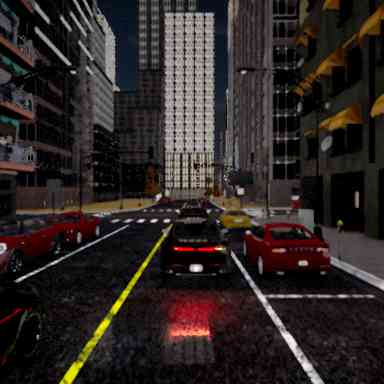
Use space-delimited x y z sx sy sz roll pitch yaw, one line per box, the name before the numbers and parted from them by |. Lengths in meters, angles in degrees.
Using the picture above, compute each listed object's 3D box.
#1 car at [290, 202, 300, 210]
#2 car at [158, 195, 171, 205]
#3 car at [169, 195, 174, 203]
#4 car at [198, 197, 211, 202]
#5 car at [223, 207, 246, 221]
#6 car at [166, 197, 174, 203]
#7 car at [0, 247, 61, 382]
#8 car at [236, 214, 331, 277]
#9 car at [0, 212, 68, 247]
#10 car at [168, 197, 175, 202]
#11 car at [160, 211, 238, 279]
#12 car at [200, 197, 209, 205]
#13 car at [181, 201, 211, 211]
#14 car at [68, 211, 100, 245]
car | 14.262 1.465 40.443 4.507 1.381 1.887 -1 1 0
car | -5.682 1.878 64.848 1.887 1.381 4.507 -1 0 0
car | -5.682 1.677 70.410 2.192 1.841 5.009 -1 0 0
car | 2.697 1.773 64.846 1.967 1.590 4.097 -1 0 0
car | 2.687 1.634 21.490 1.752 1.417 4.829 -1 0 0
car | -5.677 1.974 86.916 1.752 1.417 4.829 -1 0 0
car | -3.096 1.580 3.112 1.994 1.385 4.181 0 0 0
car | 2.685 1.597 10.273 1.887 1.381 4.507 -1 0 0
car | -5.697 1.492 10.289 1.967 1.590 4.097 -1 0 0
car | -5.675 2.024 92.645 1.887 1.381 4.507 -1 0 0
car | 0.101 1.556 10.209 1.837 1.490 4.892 0 0 0
car | 2.700 1.888 70.575 1.752 1.417 4.829 -1 0 0
car | 0.102 1.582 20.481 1.882 1.535 5.008 0 0 0
car | -5.695 1.625 15.813 1.887 1.381 4.507 -1 0 0
